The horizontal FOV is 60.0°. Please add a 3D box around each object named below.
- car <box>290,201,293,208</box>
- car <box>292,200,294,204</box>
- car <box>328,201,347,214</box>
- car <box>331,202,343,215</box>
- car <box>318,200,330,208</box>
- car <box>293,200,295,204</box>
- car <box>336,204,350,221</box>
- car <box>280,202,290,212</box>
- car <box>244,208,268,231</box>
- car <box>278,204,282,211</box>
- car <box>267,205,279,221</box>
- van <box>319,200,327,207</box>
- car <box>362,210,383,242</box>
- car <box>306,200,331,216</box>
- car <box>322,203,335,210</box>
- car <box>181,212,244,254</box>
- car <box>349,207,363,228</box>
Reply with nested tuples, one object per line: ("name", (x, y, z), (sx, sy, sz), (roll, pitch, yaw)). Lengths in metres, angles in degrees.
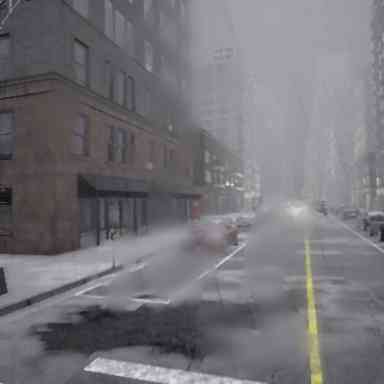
("car", (22.146, 3.306, 78.198), (1.802, 1.307, 4.206), (-2, -2, 19))
("car", (23.913, 3.398, 83.432), (1.947, 1.339, 4.313), (-2, -2, 19))
("car", (22.082, 2.312, 50.593), (2.097, 1.767, 4.553), (-2, -2, 19))
("car", (19.887, 2.326, 43.976), (1.837, 1.490, 4.892), (-2, -2, 19))
("car", (31.986, 2.902, 80.724), (2.192, 1.841, 5.009), (-2, -2, 19))
("car", (25.678, 3.381, 88.670), (1.967, 1.590, 4.097), (-2, -2, 19))
("car", (16.091, 2.180, 33.626), (1.947, 1.339, 4.313), (-2, -2, 19))
("car", (16.845, 2.966, 62.497), (1.947, 1.339, 4.313), (-2, -2, 19))
("car", (4.474, 2.193, 25.862), (2.008, 1.369, 4.403), (-2, -2, 19))
("car", (9.776, 2.550, 41.562), (1.802, 1.307, 4.206), (-2, -2, 19))
("car", (8.008, 2.404, 36.330), (1.887, 1.381, 4.507), (-2, -2, 19))
("van", (33.753, 3.036, 85.955), (1.690, 1.788, 3.998), (-2, -2, 19))
("car", (10.790, 1.854, 17.928), (1.947, 1.339, 4.313), (-2, -2, 19))
("car", (16.838, 2.122, 44.493), (2.150, 2.045, 5.566), (-2, -2, 19))
("car", (26.691, 2.813, 65.020), (2.008, 1.369, 4.403), (-2, -2, 19))
("car", (0.937, 1.864, 15.397), (1.967, 1.590, 4.097), (-2, -2, 19))
("car", (12.557, 1.948, 23.162), (2.008, 1.369, 4.403), (-2, -2, 19))
